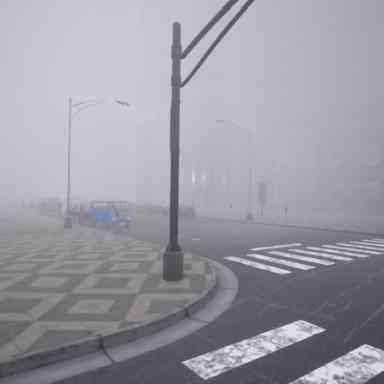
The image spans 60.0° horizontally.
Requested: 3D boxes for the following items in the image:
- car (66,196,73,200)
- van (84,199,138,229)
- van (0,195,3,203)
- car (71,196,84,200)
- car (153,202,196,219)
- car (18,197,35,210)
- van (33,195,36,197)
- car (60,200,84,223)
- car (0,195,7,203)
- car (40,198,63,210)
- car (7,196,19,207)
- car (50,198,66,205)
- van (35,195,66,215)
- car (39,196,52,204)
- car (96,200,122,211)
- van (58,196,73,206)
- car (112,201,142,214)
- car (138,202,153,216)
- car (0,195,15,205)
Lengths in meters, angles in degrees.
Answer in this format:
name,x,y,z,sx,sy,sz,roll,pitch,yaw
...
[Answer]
name,x,y,z,sx,sy,sz,roll,pitch,yaw
car,-20.586,1.606,57.747,2.192,1.841,5.009,1,-1,-35
van,-5.256,1.335,21.243,1.690,1.788,3.998,1,-1,-35
van,-46.698,1.611,79.906,1.690,1.788,3.998,1,-1,-35
car,-17.399,1.815,53.233,1.887,1.381,4.507,1,-1,-35
car,-1.450,1.709,30.675,1.887,1.381,4.507,1,-1,-35
car,-21.198,1.680,43.803,1.802,1.307,4.206,1,-1,-35
van,-36.535,1.740,80.305,1.690,1.788,3.998,1,-1,-35
car,-8.446,1.559,25.754,1.887,1.381,4.507,1,-1,-35
car,-43.509,1.563,75.393,2.192,1.841,5.009,1,-1,-35
car,-19.708,1.657,46.505,1.837,1.490,4.892,1,-1,-35
car,-27.573,1.692,52.828,2.008,1.369,4.403,1,-1,-35
car,-26.968,1.885,66.768,2.008,1.369,4.403,1,-1,-35
van,-14.820,1.397,34.780,1.690,1.788,3.998,1,-1,-35
car,-33.347,1.817,75.793,1.967,1.590,4.097,1,-1,-35
car,-11.117,1.753,44.348,1.752,1.417,4.829,1,-1,-35
van,-23.776,1.654,62.258,1.690,1.788,3.998,1,-1,-35
car,-7.829,1.751,39.698,1.887,1.381,4.507,1,-1,-35
car,-4.640,1.730,35.186,1.887,1.381,4.507,1,-1,-35
car,-37.038,1.730,66.227,1.752,1.417,4.829,1,-1,-35
